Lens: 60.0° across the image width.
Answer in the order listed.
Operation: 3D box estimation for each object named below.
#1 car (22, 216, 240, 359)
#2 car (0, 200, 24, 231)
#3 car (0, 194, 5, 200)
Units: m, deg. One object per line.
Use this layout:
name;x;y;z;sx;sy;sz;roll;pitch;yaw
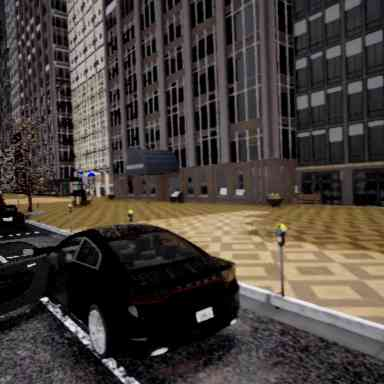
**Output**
car;-1.380;1.316;5.943;1.882;1.535;5.008;-4;2;-38
car;-10.153;1.349;17.713;1.947;1.339;4.313;-3;2;-38
car;-13.573;1.083;22.069;2.192;1.841;5.009;-3;2;-38
